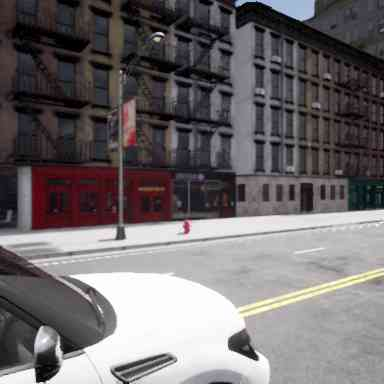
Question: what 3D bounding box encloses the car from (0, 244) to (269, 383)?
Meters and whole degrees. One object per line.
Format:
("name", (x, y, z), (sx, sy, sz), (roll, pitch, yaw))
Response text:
("car", (-2.004, 1.221, 2.013), (5.566, 2.045, 2.150), (0, 0, -35))
